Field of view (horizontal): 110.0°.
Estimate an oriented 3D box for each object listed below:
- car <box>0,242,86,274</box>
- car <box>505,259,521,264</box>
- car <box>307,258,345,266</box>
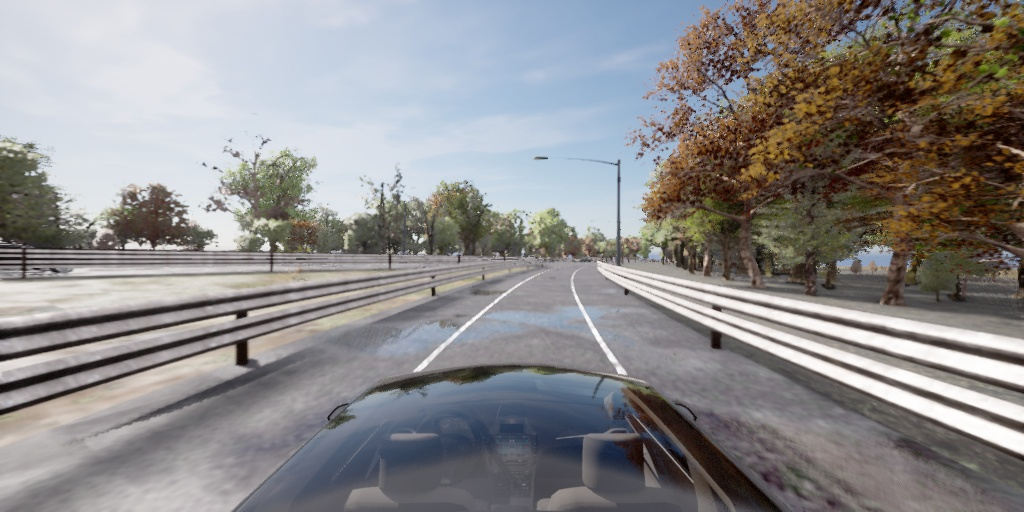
[{"bbox_3d":[-26.394,0.134,18.963,1.882,1.535,5.008,0,0,31],"label":"car"},{"bbox_3d":[0.003,0.697,63.472,1.994,1.385,4.181,0,0,30],"label":"car"},{"bbox_3d":[-21.282,0.362,41.175,1.994,1.385,4.181,0,0,31],"label":"car"}]
